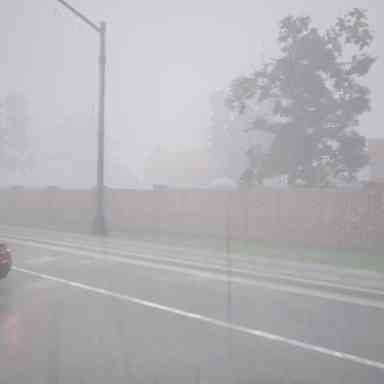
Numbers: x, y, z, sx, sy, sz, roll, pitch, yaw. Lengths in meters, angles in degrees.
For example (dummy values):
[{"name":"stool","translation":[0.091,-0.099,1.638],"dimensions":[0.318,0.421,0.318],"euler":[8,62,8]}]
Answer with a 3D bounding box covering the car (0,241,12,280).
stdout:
[{"name":"car","translation":[-6.433,1.505,8.575],"dimensions":[4.674,1.442,1.812],"euler":[0,0,35]}]
